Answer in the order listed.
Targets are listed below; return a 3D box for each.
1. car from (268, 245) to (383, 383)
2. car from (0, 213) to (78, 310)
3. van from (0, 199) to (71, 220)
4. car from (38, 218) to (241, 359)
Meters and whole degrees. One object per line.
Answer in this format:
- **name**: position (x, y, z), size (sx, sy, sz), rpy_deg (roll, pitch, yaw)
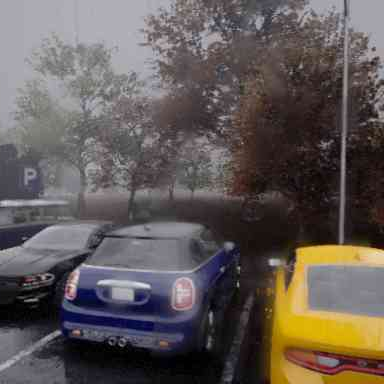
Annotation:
- **car**: position (2.104, 1.482, 4.598), size (2.097, 1.535, 5.008), rpy_deg (0, -1, 15)
- **car**: position (-2.745, 1.456, 8.025), size (2.097, 1.535, 5.008), rpy_deg (1, 0, 15)
- **van**: position (-5.166, 1.219, 9.833), size (1.878, 1.987, 4.442), rpy_deg (0, -1, 15)
- **car**: position (-0.332, 1.342, 6.287), size (2.185, 1.767, 4.553), rpy_deg (0, -1, 15)
